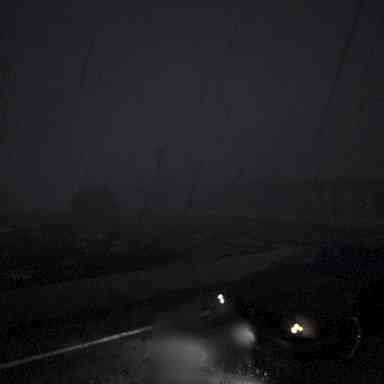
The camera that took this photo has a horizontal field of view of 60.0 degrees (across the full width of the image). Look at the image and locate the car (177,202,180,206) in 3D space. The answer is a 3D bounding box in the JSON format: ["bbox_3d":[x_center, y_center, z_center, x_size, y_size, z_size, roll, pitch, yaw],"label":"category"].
[{"bbox_3d":[-0.432,1.633,49.994,1.812,1.442,4.674,0,0,-33],"label":"car"}]

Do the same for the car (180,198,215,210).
[{"bbox_3d":[0.858,1.601,41.782,1.837,1.490,4.892,0,0,-34],"label":"car"}]

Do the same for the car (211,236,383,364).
[{"bbox_3d":[2.921,1.564,6.057,5.357,1.411,2.033,0,0,-35],"label":"car"}]
